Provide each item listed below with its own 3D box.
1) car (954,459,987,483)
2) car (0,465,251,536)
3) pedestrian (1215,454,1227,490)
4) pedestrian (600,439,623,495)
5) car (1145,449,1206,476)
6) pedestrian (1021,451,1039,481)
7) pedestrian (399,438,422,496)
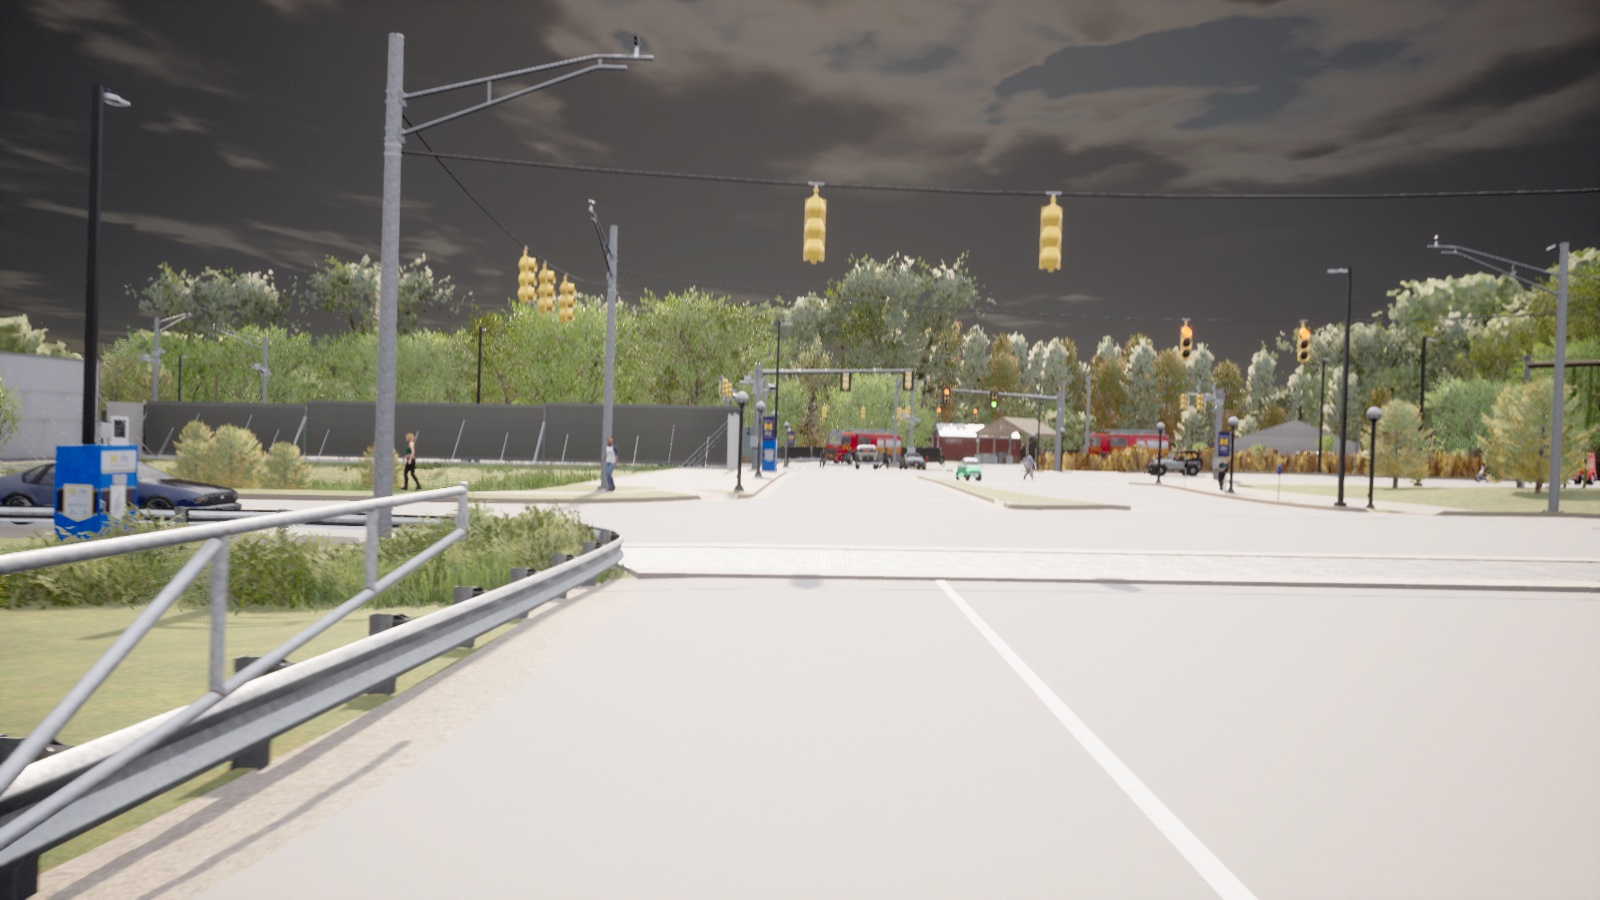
[{"bbox_3d":[10.285,1.244,75.882,1.481,1.376,2.207,1,0,-6],"label":"car"},{"bbox_3d":[-15.136,1.074,27.491,5.357,1.411,2.033,1,1,2],"label":"car"},{"bbox_3d":[21.683,1.115,64.672,0.345,1.836,0.594,2,1,1],"label":"pedestrian"},{"bbox_3d":[-6.307,0.573,42.086,0.354,1.836,0.706,2,1,33],"label":"pedestrian"},{"bbox_3d":[27.081,0.903,90.662,3.866,1.878,1.905,0,1,0],"label":"car"},{"bbox_3d":[14.617,1.032,79.833,0.900,1.855,0.874,1,1,-4],"label":"pedestrian"},{"bbox_3d":[-12.467,0.548,40.239,0.594,1.836,0.345,1,1,-2],"label":"pedestrian"}]
